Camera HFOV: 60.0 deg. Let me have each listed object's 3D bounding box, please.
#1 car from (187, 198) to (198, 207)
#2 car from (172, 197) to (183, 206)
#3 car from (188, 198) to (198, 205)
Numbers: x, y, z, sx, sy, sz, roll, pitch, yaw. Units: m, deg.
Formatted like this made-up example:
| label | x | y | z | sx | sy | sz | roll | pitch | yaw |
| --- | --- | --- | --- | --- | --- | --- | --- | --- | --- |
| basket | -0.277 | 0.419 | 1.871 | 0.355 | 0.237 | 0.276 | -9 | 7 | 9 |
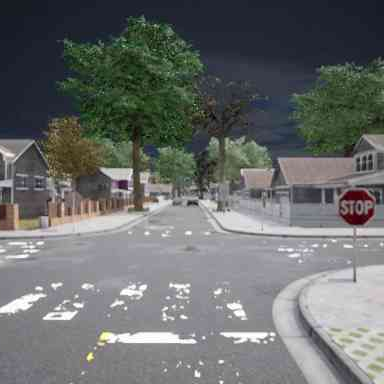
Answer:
| label | x | y | z | sx | sy | sz | roll | pitch | yaw |
| --- | --- | --- | --- | --- | --- | --- | --- | --- | --- |
| car | 0.122 | 1.713 | 56.791 | 1.882 | 1.535 | 5.008 | 0 | 0 | 0 |
| car | -2.619 | 1.759 | 60.967 | 1.837 | 1.490 | 4.892 | 0 | 0 | 0 |
| car | 0.144 | 1.845 | 67.210 | 1.994 | 1.385 | 4.181 | 0 | 0 | 0 |
